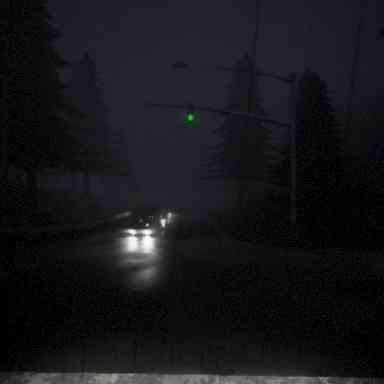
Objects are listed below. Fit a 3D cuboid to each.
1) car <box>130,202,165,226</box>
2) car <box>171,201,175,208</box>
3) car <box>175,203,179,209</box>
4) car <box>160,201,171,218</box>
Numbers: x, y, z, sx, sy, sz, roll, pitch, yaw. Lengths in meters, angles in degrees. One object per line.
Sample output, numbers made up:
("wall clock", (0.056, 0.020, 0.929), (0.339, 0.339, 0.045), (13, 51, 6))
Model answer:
("car", (-3.610, 1.795, 25.990), (2.128, 1.511, 4.902), (0, -1, 0))
("car", (-3.866, 2.023, 45.643), (2.128, 1.511, 4.902), (0, -1, -7))
("car", (-4.013, 2.225, 56.832), (1.994, 1.385, 4.181), (1, -1, -39))
("car", (-3.591, 1.891, 35.493), (1.882, 1.535, 5.008), (0, -1, 0))
